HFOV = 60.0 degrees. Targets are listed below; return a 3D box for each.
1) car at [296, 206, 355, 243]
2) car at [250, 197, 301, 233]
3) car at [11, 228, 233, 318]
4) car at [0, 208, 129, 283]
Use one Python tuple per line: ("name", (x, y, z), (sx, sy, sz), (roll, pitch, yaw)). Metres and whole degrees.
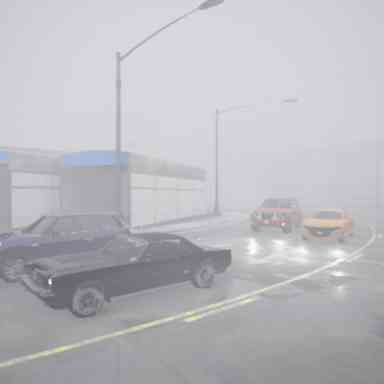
("car", (7.130, 1.591, 17.146), (1.882, 1.535, 5.008), (0, 0, 33))
("car", (5.505, 1.358, 21.035), (2.150, 2.045, 5.566), (0, 0, 29))
("car", (-1.290, 1.650, 7.699), (4.718, 1.301, 1.895), (0, 0, -41))
("car", (-4.006, 1.413, 10.039), (4.553, 1.767, 2.097), (0, 0, -40))
